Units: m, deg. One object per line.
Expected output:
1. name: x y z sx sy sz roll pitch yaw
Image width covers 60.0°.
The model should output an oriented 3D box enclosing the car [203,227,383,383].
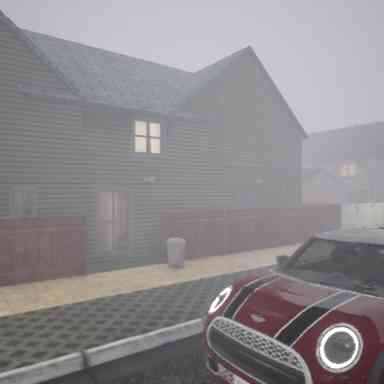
1. car: 2.343 1.360 4.647 4.553 1.767 2.097 0 0 -36
